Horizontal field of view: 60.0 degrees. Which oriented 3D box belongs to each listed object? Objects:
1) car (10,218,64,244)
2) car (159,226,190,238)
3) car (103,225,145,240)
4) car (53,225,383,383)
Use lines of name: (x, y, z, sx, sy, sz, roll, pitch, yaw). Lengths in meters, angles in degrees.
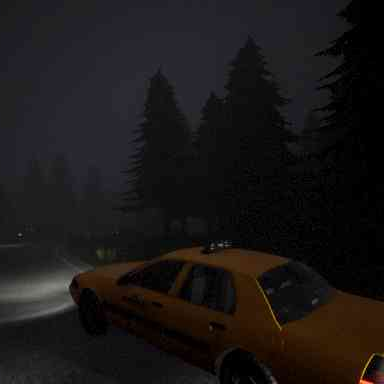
car: (-12.756, 3.222, 28.084, 2.150, 2.045, 5.566, -4, -7, 7)
car: (-2.326, 5.543, 46.258, 1.882, 1.535, 5.008, -5, -8, 30)
car: (-7.442, 4.510, 36.949, 2.033, 1.411, 5.357, -4, -8, 20)
car: (0.144, 1.440, 4.732, 5.366, 1.575, 1.801, 0, 1, 43)
